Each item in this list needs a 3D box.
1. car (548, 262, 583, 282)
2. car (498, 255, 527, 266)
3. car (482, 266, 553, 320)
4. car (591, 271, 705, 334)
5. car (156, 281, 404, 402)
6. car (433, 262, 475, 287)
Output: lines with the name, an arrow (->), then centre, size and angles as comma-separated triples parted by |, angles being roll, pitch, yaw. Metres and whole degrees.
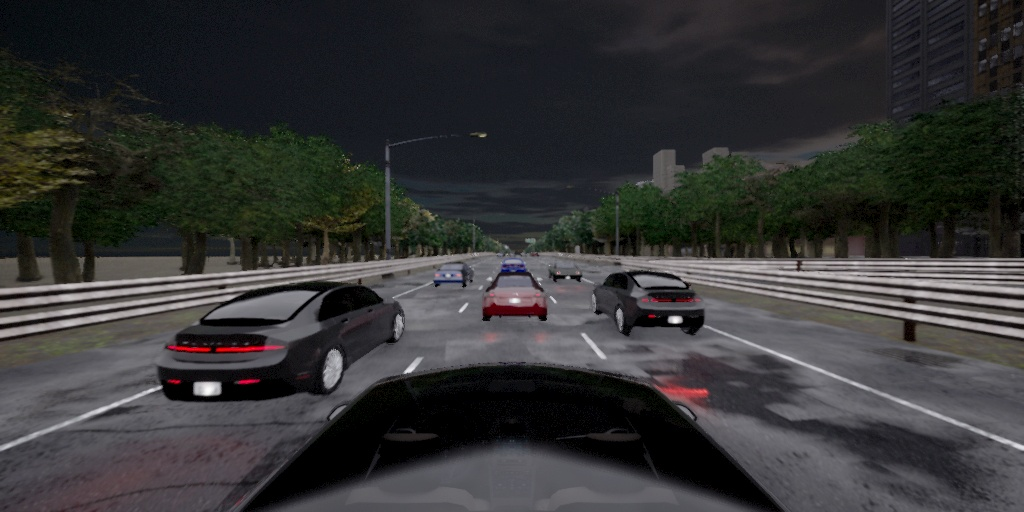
car -> 3.582, 1.068, 25.083 | 1.895, 1.301, 4.718 | 0, 1, 0
car -> 0.091, 0.894, 28.422 | 1.882, 1.535, 5.008 | 0, 1, 0
car -> 0.086, 1.203, 12.079 | 1.994, 1.385, 4.181 | 0, 1, 0
car -> 3.580, 1.161, 10.263 | 1.837, 1.490, 4.892 | 0, 0, 0
car -> -3.438, 1.207, 6.487 | 1.837, 1.490, 4.892 | 0, 1, 0
car -> -3.436, 1.064, 21.852 | 2.033, 1.411, 5.357 | 0, 1, 0
